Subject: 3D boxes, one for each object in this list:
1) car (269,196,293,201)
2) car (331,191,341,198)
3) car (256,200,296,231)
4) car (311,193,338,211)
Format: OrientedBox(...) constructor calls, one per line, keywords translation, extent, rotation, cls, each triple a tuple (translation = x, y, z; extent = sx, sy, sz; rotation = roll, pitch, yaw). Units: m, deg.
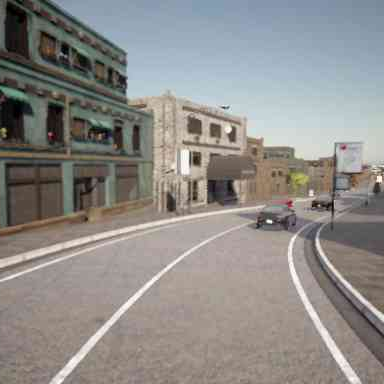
OrientedBox(translation=(9.554, 1.157, 36.180), extent=(1.882, 1.535, 5.008), rotation=(3, 2, 31), cls="car")
OrientedBox(translation=(30.668, 0.417, 71.378), extent=(1.994, 1.385, 4.181), rotation=(3, 3, 31), cls="car")
OrientedBox(translation=(5.289, 1.472, 20.616), extent=(1.812, 1.442, 4.674), rotation=(2, 1, 25), cls="car")
OrientedBox(translation=(15.076, 1.286, 38.214), extent=(1.882, 1.535, 5.008), rotation=(3, 2, 31), cls="car")
